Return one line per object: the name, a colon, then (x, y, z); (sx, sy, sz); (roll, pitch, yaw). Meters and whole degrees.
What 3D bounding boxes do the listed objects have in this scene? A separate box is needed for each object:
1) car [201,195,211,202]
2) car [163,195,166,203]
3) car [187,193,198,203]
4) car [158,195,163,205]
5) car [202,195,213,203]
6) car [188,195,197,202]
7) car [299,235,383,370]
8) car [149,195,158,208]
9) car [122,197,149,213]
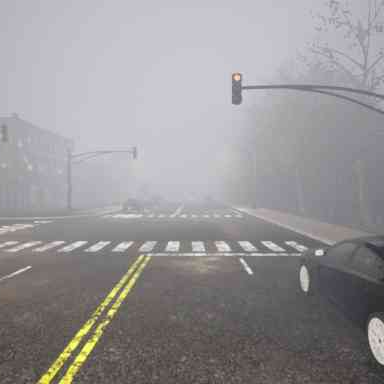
car: (3.293, 1.489, 79.164); (2.128, 1.511, 4.902); (0, 0, 0)
car: (-6.491, 1.324, 66.713); (2.097, 1.767, 4.553); (0, 0, 1)
car: (0.136, 1.192, 68.642); (2.150, 2.045, 5.566); (0, 0, 0)
car: (-6.553, 1.455, 56.634); (1.882, 1.535, 5.008); (0, 0, 0)
car: (3.389, 1.475, 68.974); (1.837, 1.490, 4.892); (0, 0, 0)
car: (0.043, 1.504, 79.285); (2.033, 1.411, 5.357); (0, 0, 0)
car: (3.345, 1.476, 5.649); (1.882, 1.535, 5.008); (0, 0, 1)
car: (-6.564, 1.473, 47.060); (2.128, 1.511, 4.902); (0, 0, 0)
car: (-6.571, 1.478, 37.601); (2.128, 1.511, 4.902); (0, 0, 0)
